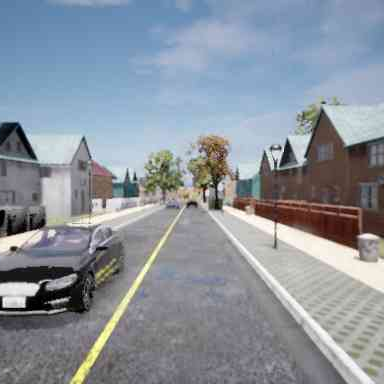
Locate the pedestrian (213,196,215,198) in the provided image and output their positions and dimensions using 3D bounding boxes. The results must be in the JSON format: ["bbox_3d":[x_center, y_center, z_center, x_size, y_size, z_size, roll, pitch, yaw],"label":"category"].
[{"bbox_3d":[3.025,1.397,46.038,0.375,1.860,0.375,-2,1,-1],"label":"pedestrian"}]

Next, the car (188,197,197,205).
[{"bbox_3d":[0.024,1.923,71.957,1.882,1.535,5.008,0,-1,0],"label":"car"}]

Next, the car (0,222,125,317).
[{"bbox_3d":[-2.847,1.514,7.789,2.128,1.511,4.902,0,0,0],"label":"car"}]

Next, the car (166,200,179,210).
[{"bbox_3d":[-2.812,1.831,48.954,2.033,1.411,5.357,0,-1,0],"label":"car"}]

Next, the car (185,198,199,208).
[{"bbox_3d":[0.018,1.833,53.381,1.837,1.490,4.892,0,-1,0],"label":"car"}]
